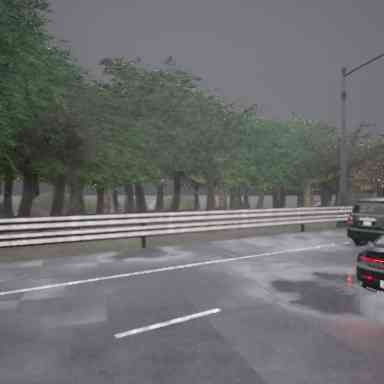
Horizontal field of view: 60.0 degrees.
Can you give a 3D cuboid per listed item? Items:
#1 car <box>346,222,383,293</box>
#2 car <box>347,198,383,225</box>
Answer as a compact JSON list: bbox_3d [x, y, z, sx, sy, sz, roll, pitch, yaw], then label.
[{"bbox_3d":[5.747,1.533,7.702,4.892,1.490,1.837,0,0,-34],"label":"car"},{"bbox_3d":[8.830,1.271,13.979,5.566,2.045,2.150,0,0,-33],"label":"car"}]
